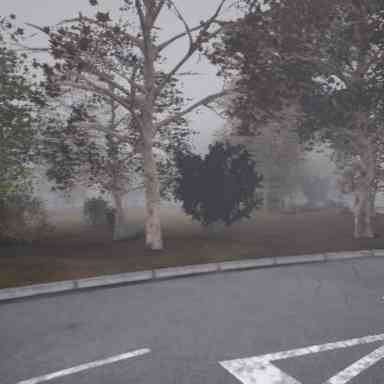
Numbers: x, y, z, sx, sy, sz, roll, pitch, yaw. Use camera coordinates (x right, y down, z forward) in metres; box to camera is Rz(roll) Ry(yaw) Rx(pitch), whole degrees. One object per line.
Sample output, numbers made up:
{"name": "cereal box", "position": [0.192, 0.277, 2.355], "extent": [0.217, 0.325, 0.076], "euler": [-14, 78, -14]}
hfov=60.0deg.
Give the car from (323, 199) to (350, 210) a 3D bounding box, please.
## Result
{"name": "car", "position": [19.164, 1.596, 44.339], "extent": [2.033, 1.411, 5.357], "euler": [0, 0, 4]}
